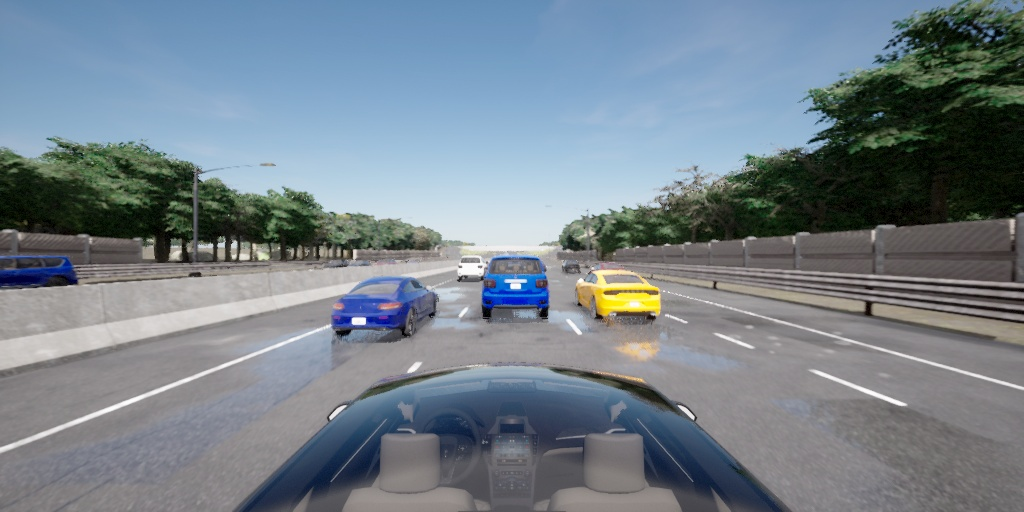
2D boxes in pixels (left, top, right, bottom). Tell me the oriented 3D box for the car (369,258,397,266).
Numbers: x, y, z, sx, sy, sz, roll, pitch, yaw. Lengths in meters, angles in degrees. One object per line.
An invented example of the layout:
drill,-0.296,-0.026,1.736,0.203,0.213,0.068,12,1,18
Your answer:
car,-17.334,1.204,49.248,2.097,1.767,4.553,0,0,1

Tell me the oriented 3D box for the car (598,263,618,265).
car,7.132,1.274,26.872,1.882,1.535,5.008,0,0,1

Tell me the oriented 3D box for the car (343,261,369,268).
car,-20.832,1.377,49.247,1.812,1.442,4.674,0,0,1

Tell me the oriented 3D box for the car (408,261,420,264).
car,-13.825,1.403,49.983,2.033,1.411,5.357,0,0,1

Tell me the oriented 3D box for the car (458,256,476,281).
car,-3.309,1.028,31.055,2.150,2.045,5.566,0,0,0

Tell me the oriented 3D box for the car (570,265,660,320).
car,3.514,1.244,12.746,1.882,1.535,5.008,0,0,0

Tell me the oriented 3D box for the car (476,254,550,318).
car,0.116,0.987,13.207,2.150,2.045,5.566,0,0,0

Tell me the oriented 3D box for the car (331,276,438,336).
car,-3.390,1.286,10.259,1.812,1.442,4.674,0,0,0

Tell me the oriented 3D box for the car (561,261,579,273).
car,7.289,1.352,44.779,1.837,1.490,4.892,0,0,1

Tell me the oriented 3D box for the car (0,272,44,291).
car,-14.094,1.259,7.590,1.837,1.490,4.892,0,0,0

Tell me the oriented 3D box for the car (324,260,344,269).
car,-24.318,1.358,50.114,1.837,1.490,4.892,0,0,1

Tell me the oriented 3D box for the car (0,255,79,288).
car,-24.443,0.987,16.963,2.150,2.045,5.566,0,0,-1
